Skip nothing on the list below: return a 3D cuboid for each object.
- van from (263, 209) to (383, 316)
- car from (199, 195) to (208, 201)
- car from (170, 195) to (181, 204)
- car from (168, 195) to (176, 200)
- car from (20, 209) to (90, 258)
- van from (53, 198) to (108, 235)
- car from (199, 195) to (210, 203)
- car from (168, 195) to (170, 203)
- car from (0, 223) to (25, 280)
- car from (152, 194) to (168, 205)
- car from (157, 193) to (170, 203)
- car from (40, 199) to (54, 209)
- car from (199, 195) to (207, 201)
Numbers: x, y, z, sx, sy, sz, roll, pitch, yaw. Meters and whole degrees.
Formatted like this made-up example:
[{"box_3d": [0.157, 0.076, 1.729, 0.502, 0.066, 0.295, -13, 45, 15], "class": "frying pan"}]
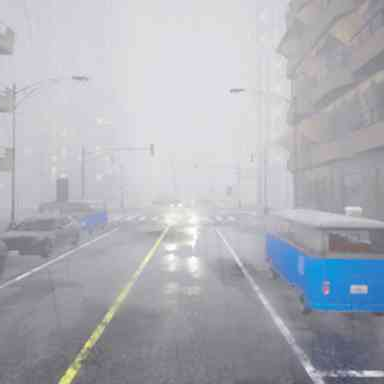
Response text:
[{"box_3d": [2.708, 1.335, 7.238, 1.690, 1.788, 3.998, 1, 0, 0], "class": "van"}, {"box_3d": [2.703, 1.452, 78.870, 1.752, 1.417, 4.829, 1, 0, 0], "class": "car"}, {"box_3d": [-3.002, 1.541, 62.410, 1.895, 1.301, 4.718, 0, 0, 0], "class": "car"}, {"box_3d": [-5.678, 1.456, 95.358, 1.887, 1.381, 4.507, 1, 0, 0], "class": "car"}, {"box_3d": [-5.644, 1.554, 12.725, 1.947, 1.339, 4.313, 1, 0, 0], "class": "car"}, {"box_3d": [-5.809, 1.324, 18.266, 1.690, 1.788, 3.998, 1, 0, 0], "class": "van"}, {"box_3d": [2.701, 1.519, 67.545, 1.802, 1.307, 4.206, 1, 0, 0], "class": "car"}, {"box_3d": [-5.678, 1.524, 61.907, 1.802, 1.307, 4.206, 1, 0, 0], "class": "car"}, {"box_3d": [-5.644, 1.575, 7.185, 1.802, 1.307, 4.206, 1, 0, 0], "class": "car"}, {"box_3d": [-5.675, 1.387, 56.332, 1.967, 1.590, 4.097, 1, 0, 0], "class": "car"}, {"box_3d": [-5.673, 1.252, 67.482, 2.192, 1.841, 5.009, 1, 0, 0], "class": "car"}, {"box_3d": [-16.492, 1.460, 40.912, 4.097, 1.590, 1.967, 0, -1, 0], "class": "car"}, {"box_3d": [2.702, 1.488, 84.278, 1.947, 1.339, 4.313, 1, 0, 0], "class": "car"}]
